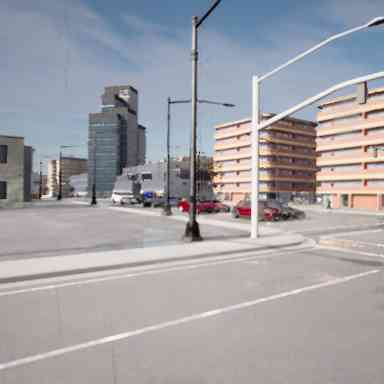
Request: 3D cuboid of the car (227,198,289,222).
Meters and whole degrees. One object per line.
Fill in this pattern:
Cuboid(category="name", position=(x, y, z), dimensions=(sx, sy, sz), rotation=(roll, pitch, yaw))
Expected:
Cuboid(category="car", position=(5.510, 1.491, 28.224), dimensions=(2.097, 1.767, 4.553), rotation=(1, 0, -34))

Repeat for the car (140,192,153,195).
Cuboid(category="car", position=(-8.882, 1.190, 55.576), dimensions=(1.837, 1.490, 4.892), rotation=(1, 1, -34))

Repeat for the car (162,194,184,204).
Cuboid(category="car", position=(-3.493, 1.264, 60.280), dimensions=(1.837, 1.490, 4.892), rotation=(1, 1, -34))

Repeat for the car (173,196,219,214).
Cuboid(category="car", position=(0.366, 1.491, 35.735), dimensions=(1.882, 1.535, 5.008), rotation=(1, 0, -34))

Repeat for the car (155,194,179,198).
Cuboid(category="car", position=(-3.094, 1.390, 47.033), dimensions=(1.812, 1.442, 4.674), rotation=(1, 1, -34))

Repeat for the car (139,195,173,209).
Cuboid(category="car", position=(-4.752, 1.422, 43.247), dimensions=(1.994, 1.385, 4.181), rotation=(1, 1, -34))

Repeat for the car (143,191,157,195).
Cuboid(category="car", position=(-9.143, 0.819, 68.456), dimensions=(2.150, 2.045, 5.566), rotation=(1, 0, -34))

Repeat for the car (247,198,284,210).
Cuboid(category="car", position=(10.168, 1.626, 46.565), dimensions=(2.128, 1.511, 4.902), rotation=(1, 1, -34))

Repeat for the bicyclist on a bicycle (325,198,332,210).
Cuboid(category="bicyclist on a bicycle", position=(18.387, 1.605, 44.806), dimensions=(1.656, 1.620, 0.582), rotation=(1, 0, -34))

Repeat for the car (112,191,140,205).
Cuboid(category="car", position=(-10.708, 0.896, 52.031), dimensions=(2.150, 2.045, 5.566), rotation=(1, 1, -33))

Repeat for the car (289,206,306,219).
Cuboid(category="car", position=(7.891, 1.717, 30.929), dimensions=(2.033, 1.411, 5.357), rotation=(1, 0, -35))

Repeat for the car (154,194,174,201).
Cuboid(category="car", position=(-5.975, 1.163, 70.103), dimensions=(2.128, 1.511, 4.902), rotation=(1, 0, -34))

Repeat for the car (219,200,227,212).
Cuboid(category="car", position=(2.548, 1.562, 38.753), dimensions=(1.812, 1.442, 4.674), rotation=(1, 0, -34))
